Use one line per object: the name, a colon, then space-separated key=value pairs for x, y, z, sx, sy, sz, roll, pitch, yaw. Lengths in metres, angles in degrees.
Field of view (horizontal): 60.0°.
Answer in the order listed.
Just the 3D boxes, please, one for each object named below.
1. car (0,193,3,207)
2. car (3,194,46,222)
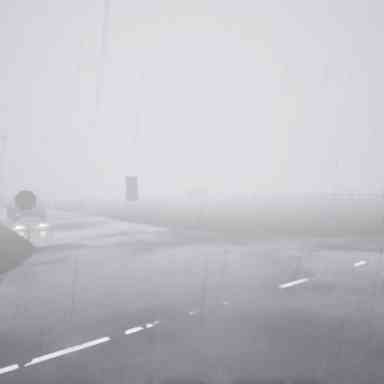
car: x=-26.991 y=1.191 z=45.982 sx=2.150 sy=2.045 sz=5.566 roll=-3 pitch=2 yaw=-35
car: x=-13.350 y=1.168 z=26.622 sx=2.150 sy=2.045 sz=5.566 roll=-3 pitch=2 yaw=-35
